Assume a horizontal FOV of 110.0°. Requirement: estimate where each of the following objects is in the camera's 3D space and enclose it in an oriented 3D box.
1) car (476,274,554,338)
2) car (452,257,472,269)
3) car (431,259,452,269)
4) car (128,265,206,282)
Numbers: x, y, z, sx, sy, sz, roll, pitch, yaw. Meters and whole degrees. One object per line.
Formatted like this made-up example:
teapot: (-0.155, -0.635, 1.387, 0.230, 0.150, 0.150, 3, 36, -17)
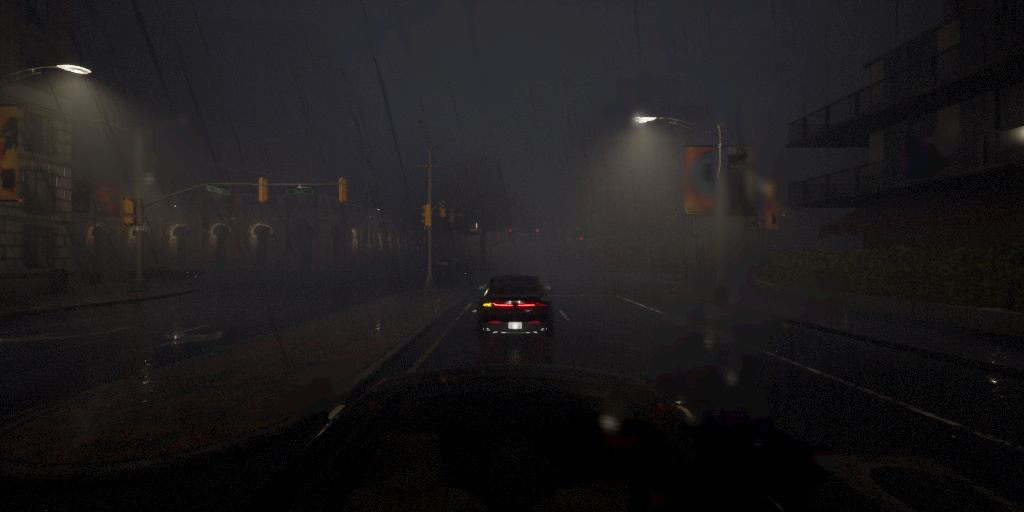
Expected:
car: (0.079, 1.255, 10.174, 1.837, 1.490, 4.892, 0, 0, 0)
car: (-8.040, 1.276, 58.371, 1.812, 1.442, 4.674, 0, 0, 0)
car: (-11.530, 1.276, 58.597, 1.812, 1.442, 4.674, 0, 0, 0)
car: (-27.399, 1.351, 28.606, 4.718, 1.301, 1.895, 0, 0, 0)
